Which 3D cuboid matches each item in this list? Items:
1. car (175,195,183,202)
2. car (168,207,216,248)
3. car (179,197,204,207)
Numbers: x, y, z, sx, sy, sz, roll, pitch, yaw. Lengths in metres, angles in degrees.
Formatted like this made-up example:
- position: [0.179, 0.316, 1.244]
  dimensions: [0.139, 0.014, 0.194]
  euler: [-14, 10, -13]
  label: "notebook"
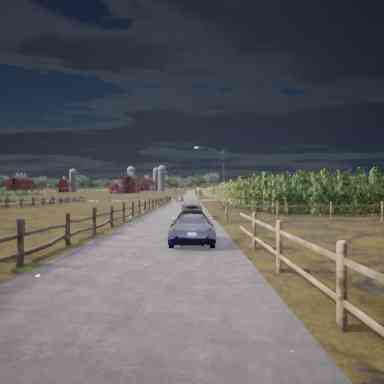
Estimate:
- position: [-2.750, 1.464, 75.731]
  dimensions: [2.128, 1.511, 4.902]
  euler: [0, 0, 0]
  label: "car"
- position: [0.000, 1.569, 14.654]
  dimensions: [1.994, 1.385, 4.181]
  euler: [0, 0, 0]
  label: "car"
- position: [0.000, 1.514, 29.656]
  dimensions: [1.837, 1.490, 4.892]
  euler: [0, 0, 0]
  label: "car"
